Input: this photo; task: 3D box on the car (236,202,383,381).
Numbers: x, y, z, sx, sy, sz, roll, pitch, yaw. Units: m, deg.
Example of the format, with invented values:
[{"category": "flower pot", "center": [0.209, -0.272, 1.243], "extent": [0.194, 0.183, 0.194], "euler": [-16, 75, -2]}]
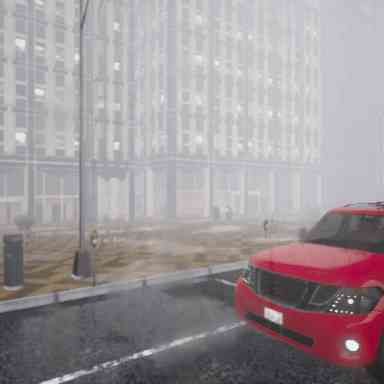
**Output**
[{"category": "car", "center": [3.349, 1.224, 5.717], "extent": [5.566, 2.045, 2.150], "euler": [0, 0, -33]}]
